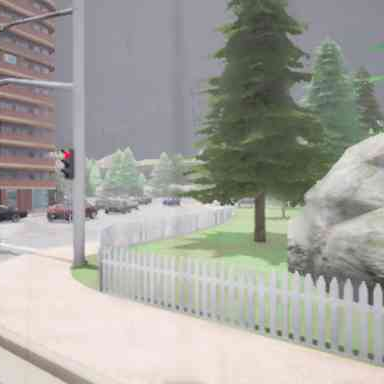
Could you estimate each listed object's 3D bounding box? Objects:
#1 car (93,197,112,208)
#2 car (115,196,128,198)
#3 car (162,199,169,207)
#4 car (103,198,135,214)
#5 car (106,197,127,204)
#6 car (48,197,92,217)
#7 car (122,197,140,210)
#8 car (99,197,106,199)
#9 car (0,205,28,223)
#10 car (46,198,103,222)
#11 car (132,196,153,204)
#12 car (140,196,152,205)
[{"bbox_3d":[-14.120,1.593,52.422,2.128,1.511,4.902,0,0,-24],"label":"car"},{"bbox_3d":[-11.102,1.448,54.140,2.097,1.767,4.553,0,0,-24],"label":"car"},{"bbox_3d":[-3.509,1.551,54.407,1.882,1.535,5.008,0,0,-20],"label":"car"},{"bbox_3d":[-7.859,1.609,35.564,1.994,1.385,4.181,0,0,4],"label":"car"},{"bbox_3d":[-15.266,1.736,67.157,4.718,1.301,1.895,0,0,44],"label":"car"},{"bbox_3d":[-11.775,1.403,32.374,2.097,1.767,4.553,0,0,8],"label":"car"},{"bbox_3d":[-8.209,1.667,44.428,1.895,1.301,4.718,0,0,-10],"label":"car"},{"bbox_3d":[-11.484,1.576,42.409,1.837,1.490,4.892,0,0,-8],"label":"car"},{"bbox_3d":[-14.363,1.641,23.849,1.895,1.301,4.718,0,0,23],"label":"car"},{"bbox_3d":[-9.520,1.509,26.727,1.882,1.535,5.008,0,0,15],"label":"car"},{"bbox_3d":[-9.885,1.596,66.094,1.882,1.535,5.008,0,0,-38],"label":"car"},{"bbox_3d":[-9.354,1.592,58.629,2.128,1.511,4.902,0,0,-28],"label":"car"}]
